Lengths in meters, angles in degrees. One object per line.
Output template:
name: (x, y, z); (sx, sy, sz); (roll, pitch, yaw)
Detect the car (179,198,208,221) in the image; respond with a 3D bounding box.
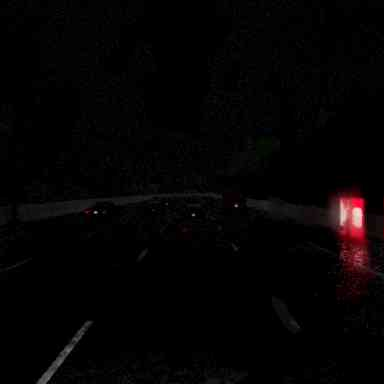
car: (0.105, 1.516, 27.134); (1.812, 1.442, 4.674); (1, 0, 0)

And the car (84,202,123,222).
car: (-6.731, 1.475, 25.676); (2.033, 1.411, 5.357); (1, 0, 0)

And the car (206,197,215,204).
car: (3.597, 1.609, 65.927); (1.895, 1.301, 4.718); (1, 0, 0)

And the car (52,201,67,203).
car: (-17.538, 1.299, 44.758); (1.882, 1.535, 5.008); (1, 0, 1)

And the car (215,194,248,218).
car: (3.673, 1.242, 30.377); (2.150, 2.045, 5.566); (1, 0, 0)

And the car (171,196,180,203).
car: (-3.392, 1.508, 65.638); (1.994, 1.385, 4.181); (1, 0, 0)

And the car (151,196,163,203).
car: (-6.893, 1.475, 65.463); (1.994, 1.385, 4.181); (1, 0, 0)

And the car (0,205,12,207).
car: (-24.546, 1.235, 43.196); (1.882, 1.535, 5.008); (1, 0, 0)

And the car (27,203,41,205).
car: (-21.030, 1.390, 46.307); (1.895, 1.301, 4.718); (1, 0, 1)

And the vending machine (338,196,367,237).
vending machine: (8.505, 1.267, 17.714); (1.100, 2.100, 0.880); (1, 0, 0)

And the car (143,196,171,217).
car: (-3.382, 1.435, 31.382); (1.882, 1.535, 5.008); (1, 0, 0)

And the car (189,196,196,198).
car: (0.109, 1.468, 65.524); (2.128, 1.511, 4.902); (1, 0, 0)
